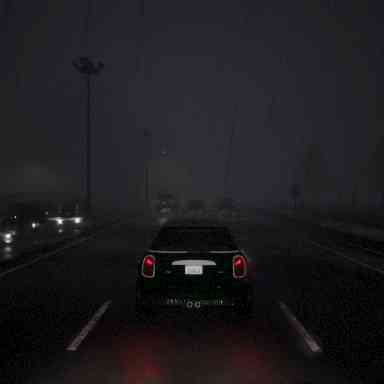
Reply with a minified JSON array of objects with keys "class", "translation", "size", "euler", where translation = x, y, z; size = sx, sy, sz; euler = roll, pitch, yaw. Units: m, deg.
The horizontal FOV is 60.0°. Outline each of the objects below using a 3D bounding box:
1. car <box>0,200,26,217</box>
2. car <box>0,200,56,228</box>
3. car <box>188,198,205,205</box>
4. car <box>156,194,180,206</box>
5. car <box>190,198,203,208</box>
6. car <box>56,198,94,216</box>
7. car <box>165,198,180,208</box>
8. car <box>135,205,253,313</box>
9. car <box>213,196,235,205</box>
[{"class":"car","translation":[-18.116,1.526,32.114],"size":[1.812,1.442,4.674],"euler":[0,0,1]},{"class":"car","translation":[-11.252,1.492,21.915],"size":[2.128,1.511,4.902],"euler":[0,0,1]},{"class":"car","translation":[0.506,1.491,40.206],"size":[2.128,1.511,4.902],"euler":[0,0,1]},{"class":"car","translation":[-3.011,1.221,39.594],"size":[2.150,2.045,5.566],"euler":[0,0,1]},{"class":"car","translation":[0.629,1.601,50.548],"size":[1.895,1.301,4.718],"euler":[0,0,1]},{"class":"car","translation":[-11.116,1.352,32.051],"size":[2.097,1.767,4.553],"euler":[0,0,1]},{"class":"car","translation":[-2.883,1.564,50.185],"size":[1.994,1.385,4.181],"euler":[0,0,1]},{"class":"car","translation":[0.060,1.352,7.812],"size":[2.097,1.767,4.553],"euler":[0,0,1]},{"class":"car","translation":[4.006,1.352,40.178],"size":[2.097,1.767,4.553],"euler":[0,0,1]}]
